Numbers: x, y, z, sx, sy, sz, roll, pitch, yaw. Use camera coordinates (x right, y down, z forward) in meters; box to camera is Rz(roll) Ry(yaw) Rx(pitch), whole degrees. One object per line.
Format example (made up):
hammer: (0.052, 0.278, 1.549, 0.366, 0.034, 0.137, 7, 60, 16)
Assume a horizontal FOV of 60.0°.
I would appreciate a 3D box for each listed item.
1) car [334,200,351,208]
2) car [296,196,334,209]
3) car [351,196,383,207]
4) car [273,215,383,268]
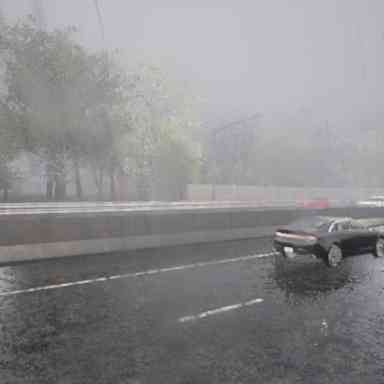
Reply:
car: (20.612, 1.866, 44.468, 4.892, 1.490, 1.837, 1, 0, -35)
car: (16.753, 1.559, 45.917, 5.566, 2.045, 2.150, 0, 0, -36)
car: (22.853, 1.586, 41.769, 5.566, 2.045, 2.150, 1, 0, -35)
car: (4.945, 1.578, 11.599, 4.902, 1.511, 2.128, 1, 0, -35)
